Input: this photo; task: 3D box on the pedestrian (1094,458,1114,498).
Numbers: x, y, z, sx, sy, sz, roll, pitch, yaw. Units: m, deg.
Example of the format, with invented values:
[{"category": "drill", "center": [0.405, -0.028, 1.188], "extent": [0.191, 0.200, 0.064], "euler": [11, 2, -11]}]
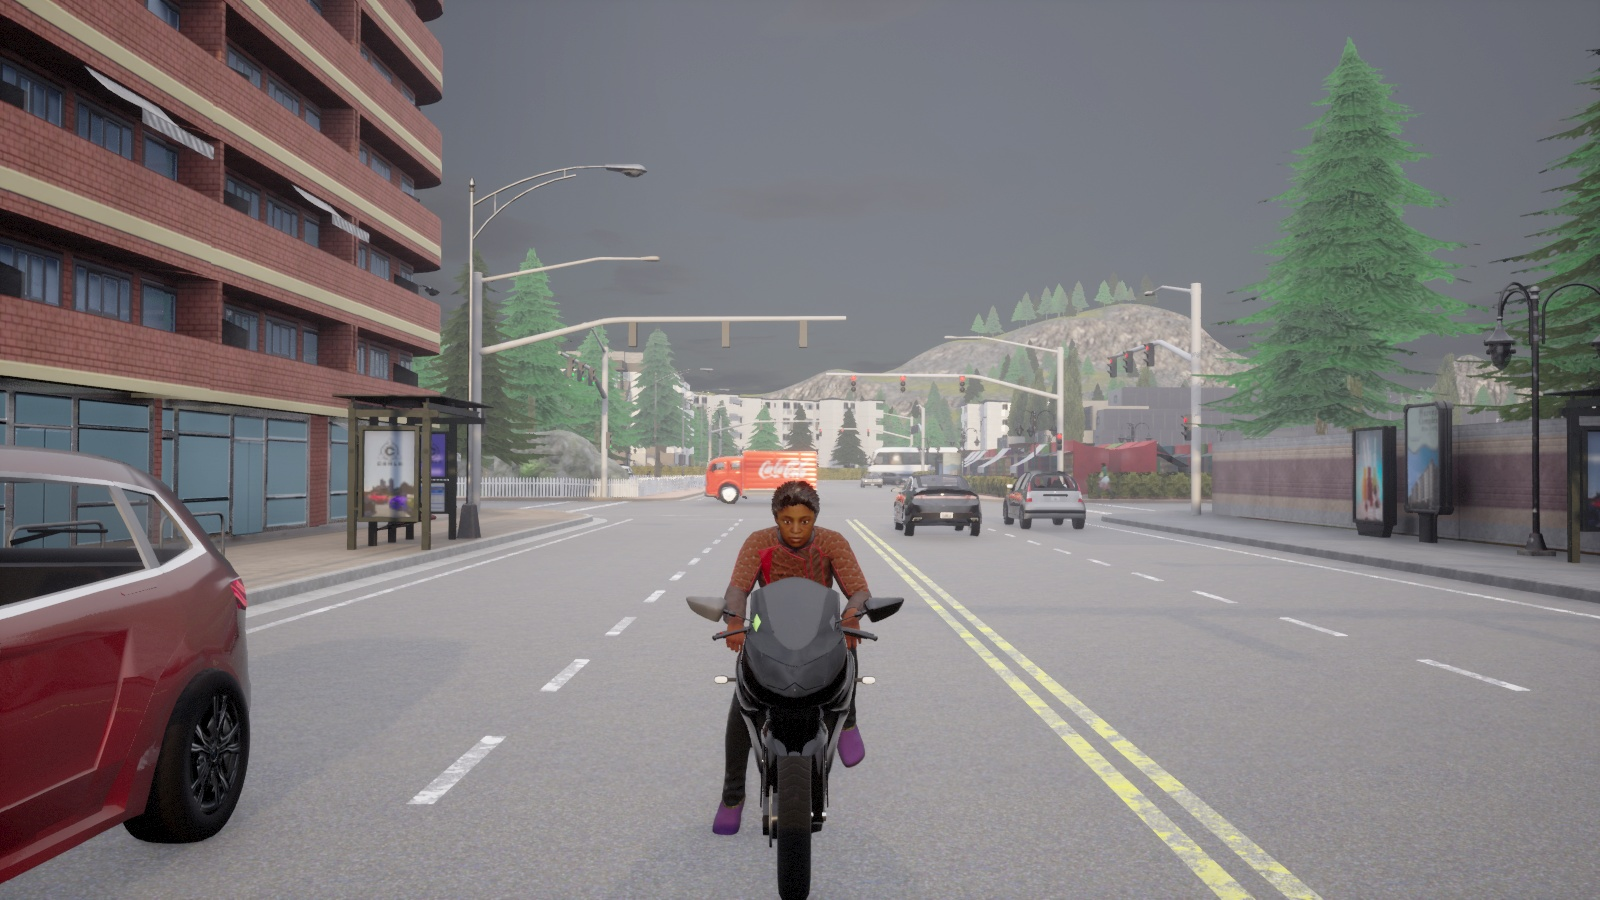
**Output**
[{"category": "pedestrian", "center": [15.134, 1.400, 62.517], "extent": [0.873, 1.952, 0.659], "euler": [0, -1, 2]}]

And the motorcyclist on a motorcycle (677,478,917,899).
[{"category": "motorcyclist on a motorcycle", "center": [-0.013, 0.884, 5.210], "extent": [0.797, 1.523, 2.044], "euler": [0, -1, 0]}]

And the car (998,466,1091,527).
[{"category": "car", "center": [6.913, 1.286, 35.846], "extent": [1.851, 1.617, 3.988], "euler": [0, -1, 0]}]

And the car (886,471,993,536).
[{"category": "car", "center": [3.423, 1.288, 31.691], "extent": [2.128, 1.511, 4.902], "euler": [0, -1, 0]}]

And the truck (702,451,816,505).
[{"category": "truck", "center": [-1.885, 1.305, 58.653], "extent": [5.204, 2.467, 2.627], "euler": [0, -1, -1]}]

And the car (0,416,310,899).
[{"category": "car", "center": [-3.511, 0.737, 3.845], "extent": [2.242, 1.667, 4.611], "euler": [0, -1, 0]}]
